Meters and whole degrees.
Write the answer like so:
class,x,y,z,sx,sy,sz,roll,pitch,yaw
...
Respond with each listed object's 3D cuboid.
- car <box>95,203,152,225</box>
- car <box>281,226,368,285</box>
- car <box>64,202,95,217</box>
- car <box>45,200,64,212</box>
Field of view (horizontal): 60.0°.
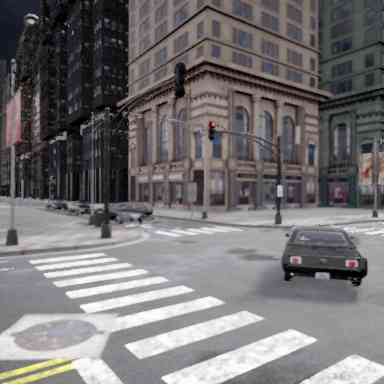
class,x,y,z,sx,sy,sz,roll,pitch,yaw
car,-5.331,1.581,25.329,2.128,1.511,4.902,0,0,-35
car,3.702,1.655,9.788,1.895,1.301,4.718,0,0,18
car,-10.996,1.665,33.331,1.994,1.385,4.181,0,0,-36
car,-17.058,1.662,41.927,2.033,1.411,5.357,0,0,-36
